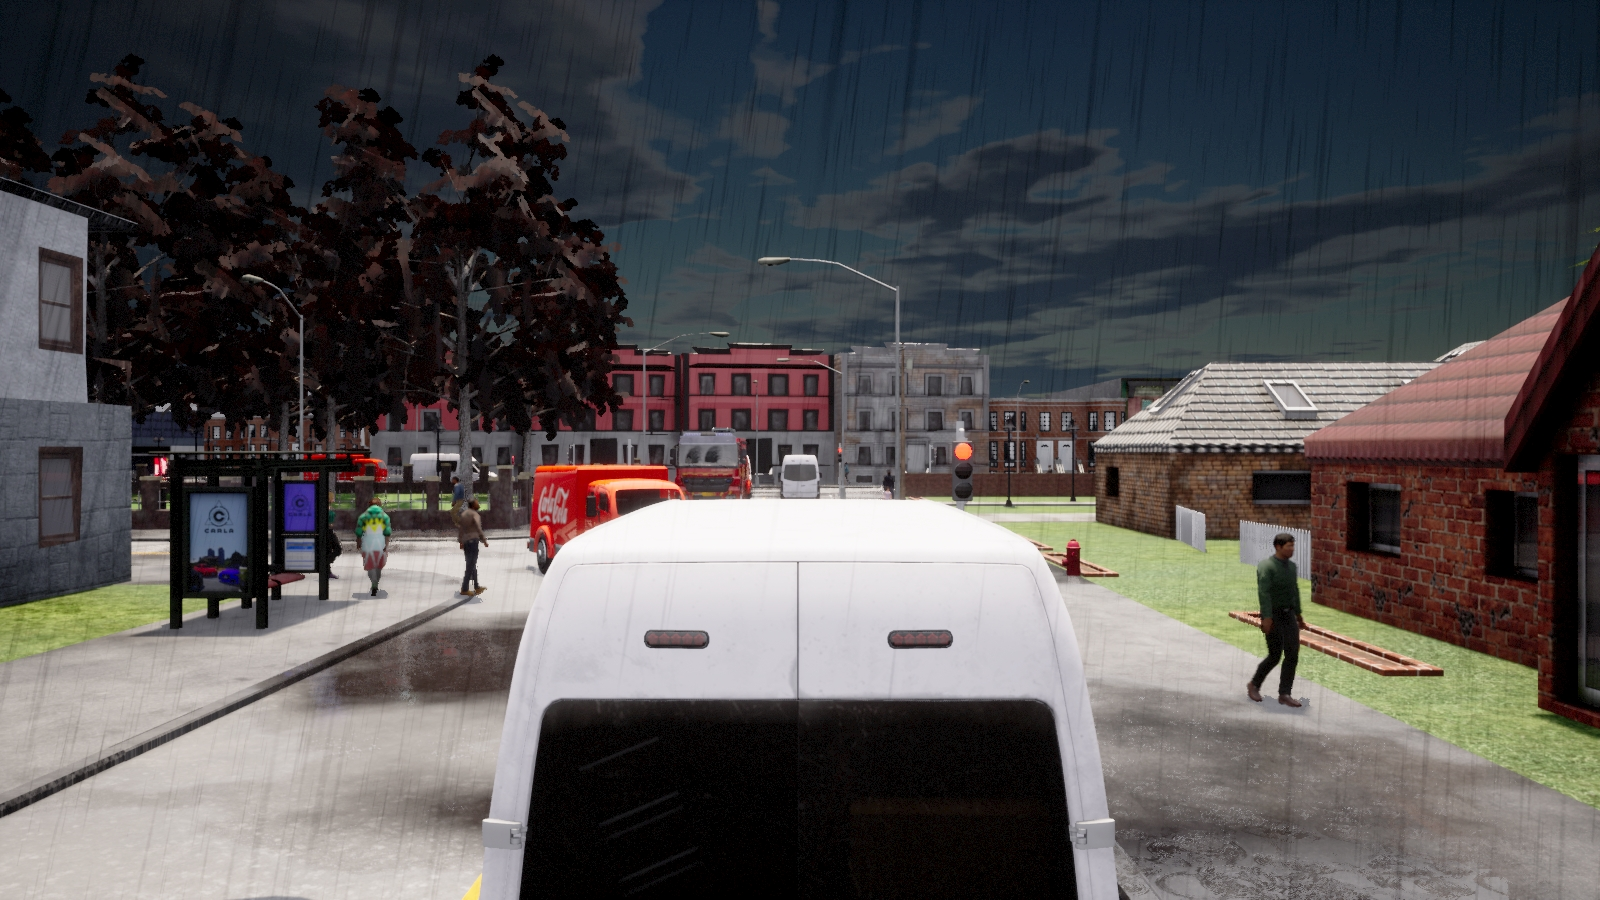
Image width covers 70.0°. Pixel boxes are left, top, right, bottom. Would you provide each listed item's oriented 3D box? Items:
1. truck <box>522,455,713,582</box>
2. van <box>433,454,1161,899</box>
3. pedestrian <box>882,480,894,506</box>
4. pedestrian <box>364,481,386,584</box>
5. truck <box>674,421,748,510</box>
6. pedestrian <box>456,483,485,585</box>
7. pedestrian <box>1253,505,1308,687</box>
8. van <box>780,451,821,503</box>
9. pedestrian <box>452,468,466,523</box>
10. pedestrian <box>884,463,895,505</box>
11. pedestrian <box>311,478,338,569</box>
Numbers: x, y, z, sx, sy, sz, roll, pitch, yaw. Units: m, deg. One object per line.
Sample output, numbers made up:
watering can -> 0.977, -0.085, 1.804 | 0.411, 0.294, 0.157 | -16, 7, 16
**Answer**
truck -> -4.160, 1.348, 25.211 | 2.627, 2.467, 5.204 | 0, 0, -28
van -> -0.009, 1.315, 6.082 | 1.988, 2.561, 5.915 | 0, 0, 0
pedestrian -> 3.908, 1.905, 50.664 | 0.500, 1.100, 0.500 | 0, 0, -1
pedestrian -> -7.858, 1.516, 21.136 | 0.375, 1.860, 0.375 | 0, 0, -22
truck -> -4.049, 0.670, 53.739 | 2.891, 3.827, 8.468 | 0, 0, 0
pedestrian -> -6.098, 1.542, 21.147 | 0.375, 1.860, 0.375 | 0, 0, 42
pedestrian -> 5.061, 1.523, 12.047 | 0.375, 1.860, 0.375 | 0, 0, -22
van -> -0.005, 1.314, 58.414 | 1.988, 2.561, 5.915 | 0, 0, 0
pedestrian -> -11.455, 1.526, 38.430 | 0.375, 1.860, 0.375 | 0, 0, -3
pedestrian -> 4.026, 1.524, 51.297 | 0.375, 1.860, 0.375 | 0, 0, -12
pedestrian -> -9.896, 1.516, 23.794 | 0.375, 1.860, 0.375 | 0, 0, 10
